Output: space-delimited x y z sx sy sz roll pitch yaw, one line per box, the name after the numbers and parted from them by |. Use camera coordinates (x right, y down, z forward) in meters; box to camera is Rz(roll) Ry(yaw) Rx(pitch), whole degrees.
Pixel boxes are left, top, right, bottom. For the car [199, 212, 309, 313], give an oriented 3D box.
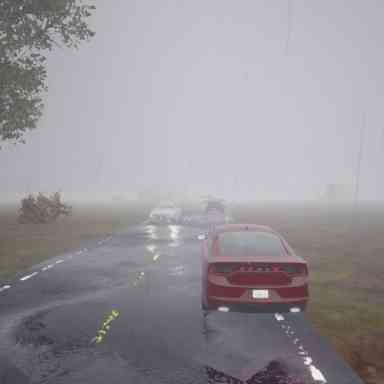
1.171 1.478 7.792 1.882 1.535 5.008 0 0 2 | car

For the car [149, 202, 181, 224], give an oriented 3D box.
-1.903 1.521 24.875 1.812 1.442 4.674 0 0 5 | car

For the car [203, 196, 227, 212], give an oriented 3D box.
2.584 1.492 36.615 1.837 1.490 4.892 0 0 8 | car

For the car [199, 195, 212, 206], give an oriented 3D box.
2.553 1.323 55.032 2.097 1.767 4.553 0 0 11 | car
